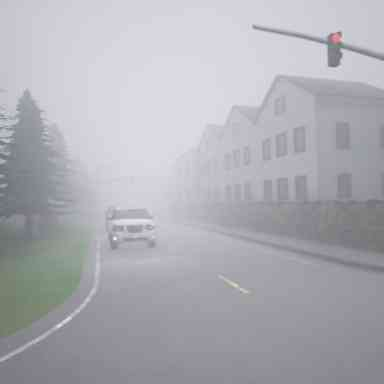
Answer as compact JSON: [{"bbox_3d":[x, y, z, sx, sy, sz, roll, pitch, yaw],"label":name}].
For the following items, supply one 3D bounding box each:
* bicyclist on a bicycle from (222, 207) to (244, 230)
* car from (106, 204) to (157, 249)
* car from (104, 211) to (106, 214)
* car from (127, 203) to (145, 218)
[{"bbox_3d":[2.898,1.868,23.495,1.656,1.620,0.582,-1,-2,-16],"label":"bicyclist on a bicycle"},{"bbox_3d":[-3.367,1.792,18.099,2.150,2.045,5.566,-1,-2,-16],"label":"car"},{"bbox_3d":[-6.181,2.129,28.273,2.150,2.045,5.566,-1,-2,-15],"label":"car"},{"bbox_3d":[-8.695,2.799,51.012,2.150,2.045,5.566,-1,-1,-15],"label":"car"}]
